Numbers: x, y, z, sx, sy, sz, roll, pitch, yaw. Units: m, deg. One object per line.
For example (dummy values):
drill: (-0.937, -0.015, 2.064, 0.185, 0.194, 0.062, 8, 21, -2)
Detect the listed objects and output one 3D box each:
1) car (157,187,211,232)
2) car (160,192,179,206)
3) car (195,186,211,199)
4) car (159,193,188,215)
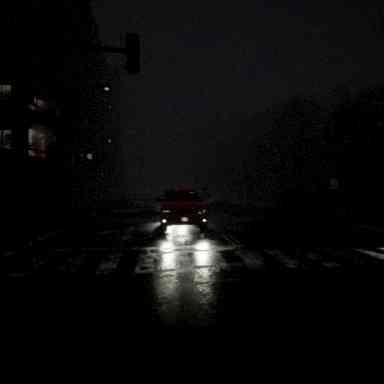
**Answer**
car: (-0.606, 0.821, 17.624, 2.150, 2.045, 5.566, 0, 1, -6)
car: (-2.628, 0.786, 37.311, 1.994, 1.385, 4.181, 0, 1, -6)
car: (1.870, 0.061, 57.732, 2.150, 2.045, 5.566, 0, 1, -6)
car: (-1.627, 0.901, 27.488, 2.128, 1.511, 4.902, 0, 1, -6)
